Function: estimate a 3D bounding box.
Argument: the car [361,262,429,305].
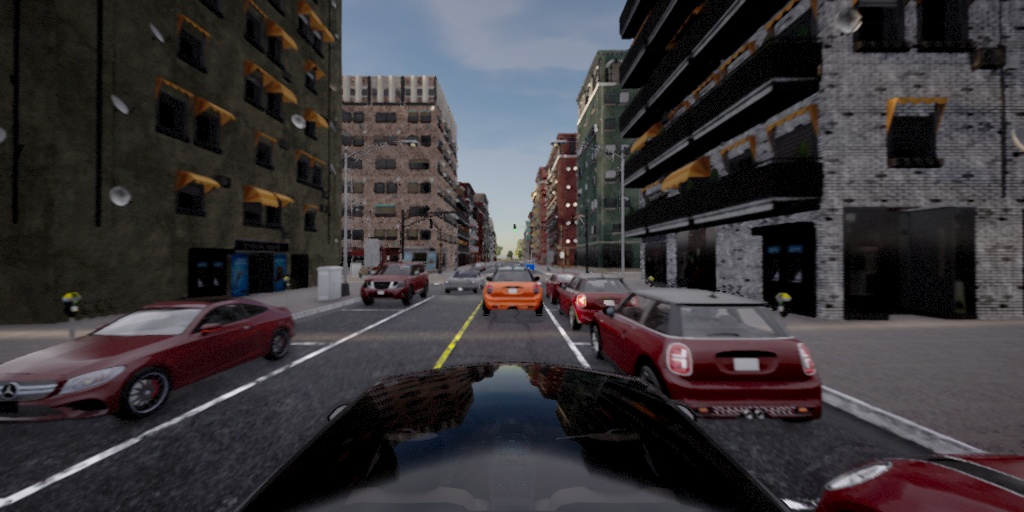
[{"bbox_3d":[-5.316,1.193,17.043,2.192,1.841,5.009,0,0,0],"label":"car"}]

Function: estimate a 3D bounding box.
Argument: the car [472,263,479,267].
[{"bbox_3d":[-5.284,1.771,55.246,1.802,1.307,4.207,0,0,0],"label":"car"}]

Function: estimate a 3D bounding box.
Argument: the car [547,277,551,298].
[{"bbox_3d":[2.564,1.424,17.043,1.888,1.381,4.507,0,0,0],"label":"car"}]

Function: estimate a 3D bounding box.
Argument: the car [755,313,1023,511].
[{"bbox_3d":[2.565,1.178,0.260,1.967,1.591,4.097,0,0,0],"label":"car"}]

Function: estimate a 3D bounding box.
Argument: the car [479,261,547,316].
[{"bbox_3d":[0.045,1.205,14.122,2.097,1.767,4.553,0,-1,1],"label":"car"}]

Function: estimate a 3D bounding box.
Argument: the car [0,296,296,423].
[{"bbox_3d":[-5.316,1.366,5.854,1.802,1.307,4.207,0,0,0],"label":"car"}]

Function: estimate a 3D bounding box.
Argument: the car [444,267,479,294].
[{"bbox_3d":[-2.792,1.517,21.627,1.895,1.301,4.718,0,0,1],"label":"car"}]

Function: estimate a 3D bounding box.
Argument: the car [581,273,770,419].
[{"bbox_3d":[2.565,1.225,5.854,1.967,1.591,4.097,0,0,0],"label":"car"}]

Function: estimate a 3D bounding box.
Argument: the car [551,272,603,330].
[{"bbox_3d":[2.565,1.272,11.449,1.967,1.591,4.097,0,0,0],"label":"car"}]
